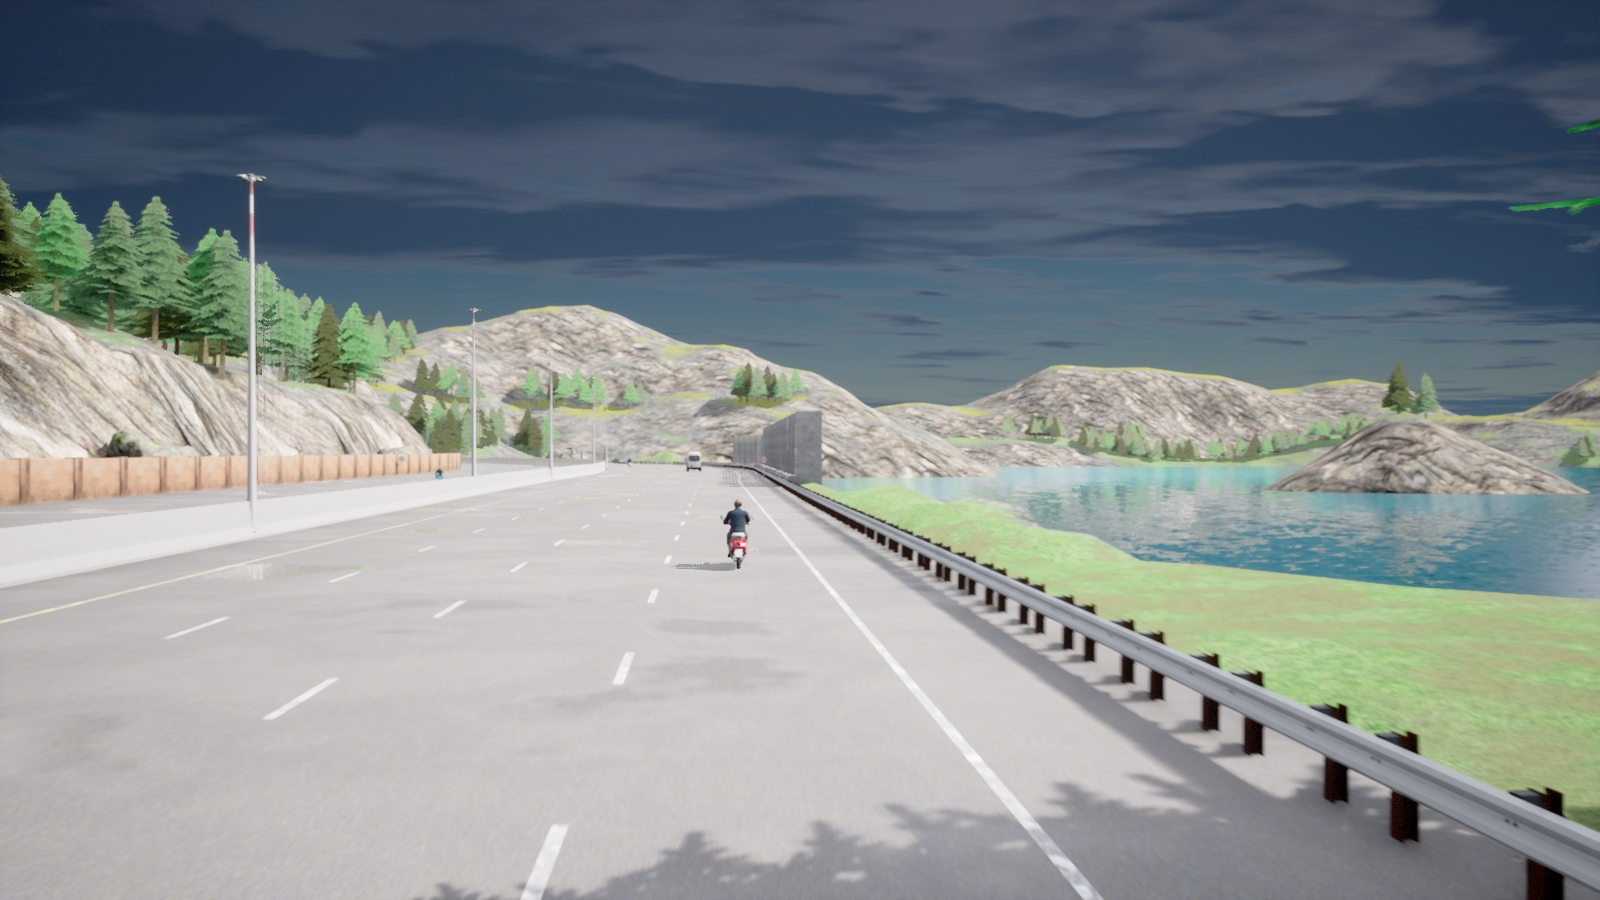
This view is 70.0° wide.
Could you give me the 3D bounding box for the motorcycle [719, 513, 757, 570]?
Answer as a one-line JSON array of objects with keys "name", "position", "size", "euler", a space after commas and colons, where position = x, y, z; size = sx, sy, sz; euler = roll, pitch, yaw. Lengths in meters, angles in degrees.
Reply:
[{"name": "motorcycle", "position": [-1.512, 2.185, 27.608], "size": [0.856, 1.236, 1.805], "euler": [0, 0, -4]}]
